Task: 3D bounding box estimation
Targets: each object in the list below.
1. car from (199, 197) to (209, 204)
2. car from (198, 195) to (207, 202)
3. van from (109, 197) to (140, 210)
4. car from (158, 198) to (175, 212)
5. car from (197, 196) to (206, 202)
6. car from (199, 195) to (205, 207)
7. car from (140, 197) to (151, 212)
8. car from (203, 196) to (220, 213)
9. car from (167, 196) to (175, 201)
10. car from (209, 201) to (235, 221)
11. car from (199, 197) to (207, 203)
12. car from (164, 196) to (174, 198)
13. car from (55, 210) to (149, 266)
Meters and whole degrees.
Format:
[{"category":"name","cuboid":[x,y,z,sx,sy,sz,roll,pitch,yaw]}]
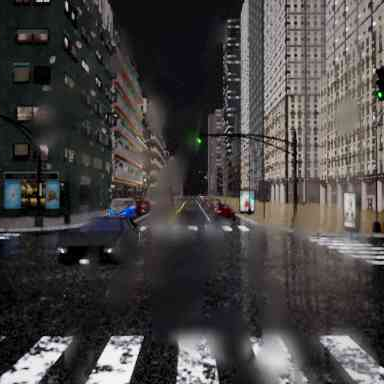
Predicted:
[{"category":"car","cuboid":[2.546,1.786,72.051,1.887,1.381,4.507,0,0,0]},{"category":"car","cuboid":[2.524,1.599,83.107,2.192,1.841,5.009,0,0,0]},{"category":"van","cuboid":[-5.740,1.426,27.814,1.690,1.788,3.998,0,0,0]},{"category":"car","cuboid":[-3.085,1.727,40.565,1.895,1.301,4.718,0,0,0]},{"category":"car","cuboid":[2.511,1.857,88.633,2.008,1.369,4.403,0,0,0]},{"category":"car","cuboid":[2.582,1.618,55.469,1.967,1.590,4.097,0,0,0]},{"category":"car","cuboid":[-5.752,1.418,33.342,2.192,1.841,5.009,0,0,0]},{"category":"car","cuboid":[2.617,1.561,38.886,1.967,1.590,4.097,0,0,0]},{"category":"car","cuboid":[-5.881,1.895,94.144,1.947,1.339,4.313,0,0,0]},{"category":"car","cuboid":[2.639,1.667,27.830,1.802,1.307,4.206,0,0,0]},{"category":"car","cuboid":[2.534,1.844,77.578,1.802,1.307,4.206,0,0,0]},{"category":"car","cuboid":[-5.845,1.702,77.562,1.967,1.590,4.097,0,0,0]},{"category":"car","cuboid":[-3.025,1.583,12.019,2.033,1.411,5.357,0,0,0]}]
